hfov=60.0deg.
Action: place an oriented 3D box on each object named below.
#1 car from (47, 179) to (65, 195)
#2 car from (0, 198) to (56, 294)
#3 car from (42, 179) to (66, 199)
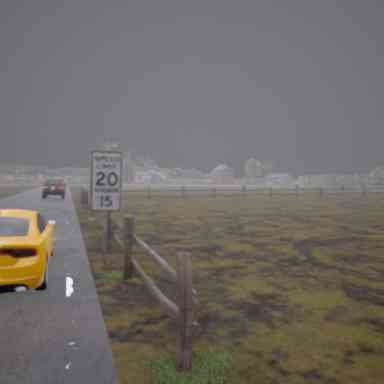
[{"bbox_3d":[-18.482,-0.760,45.371,2.150,2.045,5.566,1,2,-21],"label":"car"},{"bbox_3d":[-4.315,1.126,7.741,1.882,1.535,5.008,1,2,-21],"label":"car"},{"bbox_3d":[-14.777,-0.346,35.653,2.150,2.045,5.566,1,2,-20],"label":"car"}]
